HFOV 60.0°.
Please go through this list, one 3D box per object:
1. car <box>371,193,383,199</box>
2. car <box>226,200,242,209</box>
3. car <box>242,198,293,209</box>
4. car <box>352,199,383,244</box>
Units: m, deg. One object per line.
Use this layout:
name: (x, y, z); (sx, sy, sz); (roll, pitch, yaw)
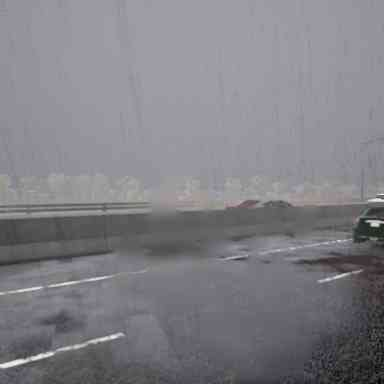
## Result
car: (20.735, 1.155, 35.417); (5.566, 2.045, 2.150); (0, 0, -34)
car: (5.623, 1.426, 33.572); (5.008, 1.535, 1.882); (0, 0, -35)
car: (7.196, 1.454, 30.404); (4.892, 1.490, 1.837); (0, 0, -35)
car: (8.972, 1.315, 14.351); (4.553, 1.767, 2.097); (0, 0, -35)
